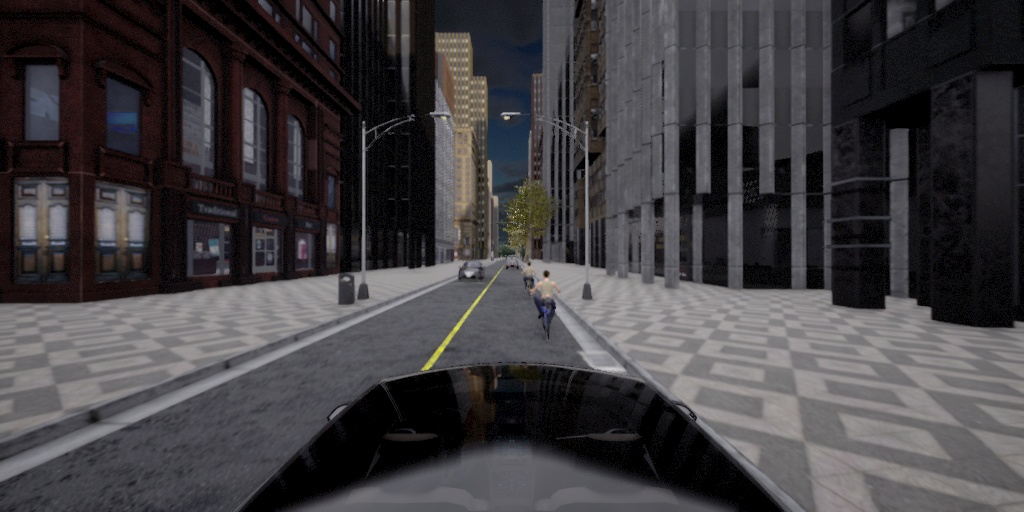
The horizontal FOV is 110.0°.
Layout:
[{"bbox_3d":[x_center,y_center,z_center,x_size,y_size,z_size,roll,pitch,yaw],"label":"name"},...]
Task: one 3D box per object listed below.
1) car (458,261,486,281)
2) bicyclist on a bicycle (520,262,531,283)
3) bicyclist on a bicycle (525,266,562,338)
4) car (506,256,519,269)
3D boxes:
[{"bbox_3d":[-3.101,1.143,28.380,2.128,1.511,4.902,0,0,0],"label":"car"},{"bbox_3d":[0.846,1.116,17.848,0.866,1.612,1.509,0,0,0],"label":"bicyclist on a bicycle"},{"bbox_3d":[0.851,1.150,9.035,0.866,1.612,1.509,0,0,0],"label":"bicyclist on a bicycle"},{"bbox_3d":[0.081,1.155,52.547,2.033,1.411,5.357,0,0,0],"label":"car"}]
